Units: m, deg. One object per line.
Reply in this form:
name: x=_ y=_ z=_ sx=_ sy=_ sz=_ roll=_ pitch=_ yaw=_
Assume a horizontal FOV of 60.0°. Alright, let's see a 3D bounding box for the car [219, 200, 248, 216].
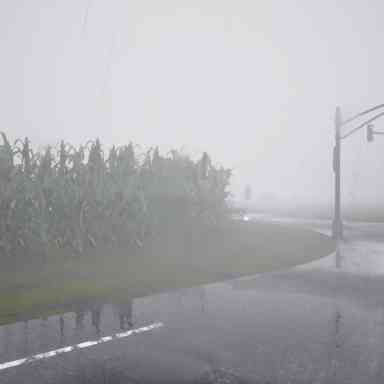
car: x=3.164 y=1.501 z=31.949 sx=2.033 sy=1.411 sz=5.357 roll=1 pitch=0 yaw=-26
